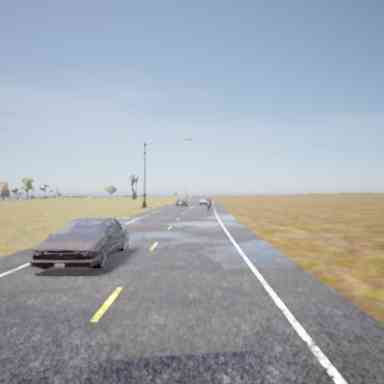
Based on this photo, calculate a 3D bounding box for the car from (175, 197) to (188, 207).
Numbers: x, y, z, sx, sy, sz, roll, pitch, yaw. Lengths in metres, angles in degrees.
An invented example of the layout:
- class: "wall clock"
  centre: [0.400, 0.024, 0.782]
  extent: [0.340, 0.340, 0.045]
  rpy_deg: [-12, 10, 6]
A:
- class: "car"
  centre: [-1.686, 1.654, 54.772]
  extent: [2.128, 1.511, 4.902]
  rpy_deg: [0, 0, 4]

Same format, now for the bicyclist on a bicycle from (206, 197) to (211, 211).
- class: "bicyclist on a bicycle"
  centre: [2.205, 1.501, 43.861]
  extent: [0.659, 1.776, 1.843]
  rpy_deg: [0, 0, 3]

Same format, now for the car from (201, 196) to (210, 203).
- class: "car"
  centre: [3.129, 1.754, 76.502]
  extent: [2.128, 1.511, 4.902]
  rpy_deg: [0, 0, 3]

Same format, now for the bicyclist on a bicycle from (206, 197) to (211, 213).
- class: "bicyclist on a bicycle"
  centre: [1.725, 1.554, 33.960]
  extent: [0.582, 1.620, 1.656]
  rpy_deg: [0, 0, 2]

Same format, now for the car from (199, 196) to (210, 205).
- class: "car"
  centre: [2.416, 1.789, 63.262]
  extent: [1.895, 1.301, 4.718]
  rpy_deg: [0, 0, 4]

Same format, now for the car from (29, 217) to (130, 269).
- class: "car"
  centre: [-3.492, 1.581, 11.529]
  extent: [2.033, 1.411, 5.357]
  rpy_deg: [0, 0, 1]
